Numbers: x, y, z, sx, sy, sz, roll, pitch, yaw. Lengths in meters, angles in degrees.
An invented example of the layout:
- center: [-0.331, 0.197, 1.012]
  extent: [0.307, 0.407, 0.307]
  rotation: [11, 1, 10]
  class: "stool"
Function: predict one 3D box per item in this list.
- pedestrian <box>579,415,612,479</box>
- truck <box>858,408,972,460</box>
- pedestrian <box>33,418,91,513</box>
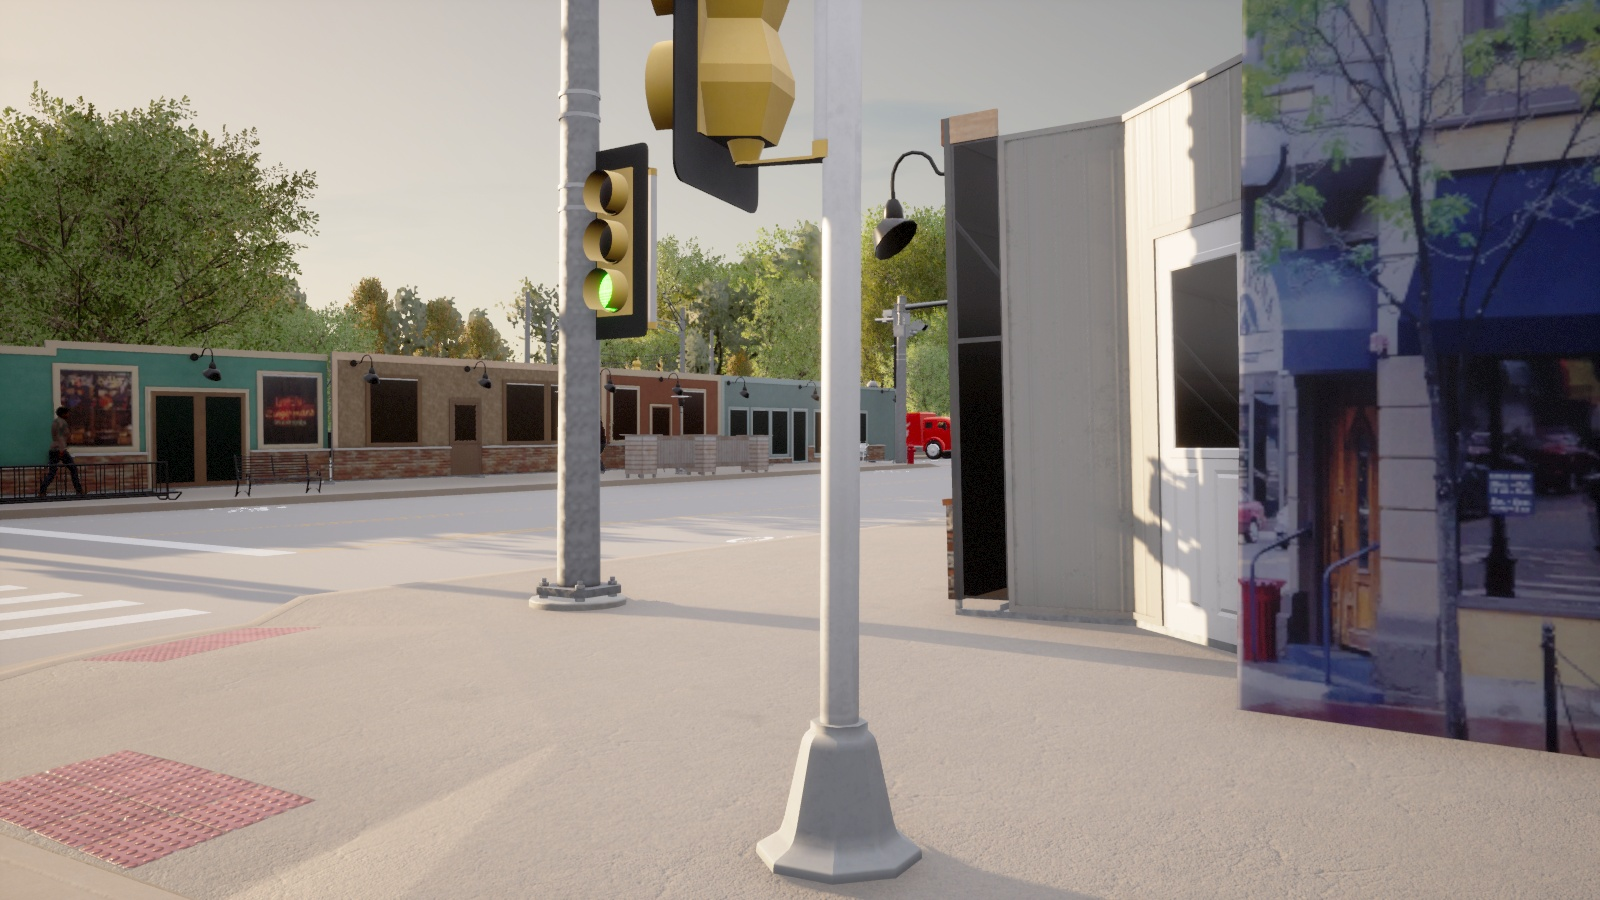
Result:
- center: [-5.974, -0.104, 36.666]
  extent: [0.899, 1.844, 0.634]
  rotation: [-1, 1, -11]
  class: "pedestrian"
- center: [6.028, -0.823, 65.672]
  extent: [5.204, 2.467, 2.627]
  rotation: [-3, 0, 29]
  class: "truck"
- center: [-14.260, 0.283, 24.273]
  extent: [0.328, 1.805, 0.869]
  rotation: [0, 1, 34]
  class: "pedestrian"
